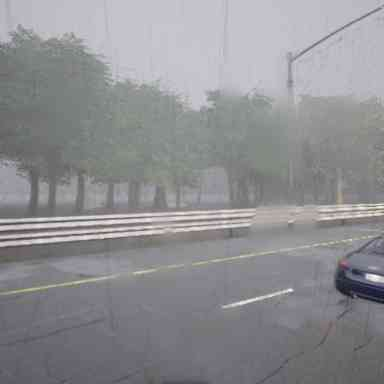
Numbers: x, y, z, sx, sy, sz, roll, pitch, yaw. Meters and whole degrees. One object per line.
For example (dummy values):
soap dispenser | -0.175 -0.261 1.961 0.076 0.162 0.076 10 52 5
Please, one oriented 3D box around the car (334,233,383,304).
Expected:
car | 5.013 1.564 7.314 4.181 1.385 1.994 0 0 -35
